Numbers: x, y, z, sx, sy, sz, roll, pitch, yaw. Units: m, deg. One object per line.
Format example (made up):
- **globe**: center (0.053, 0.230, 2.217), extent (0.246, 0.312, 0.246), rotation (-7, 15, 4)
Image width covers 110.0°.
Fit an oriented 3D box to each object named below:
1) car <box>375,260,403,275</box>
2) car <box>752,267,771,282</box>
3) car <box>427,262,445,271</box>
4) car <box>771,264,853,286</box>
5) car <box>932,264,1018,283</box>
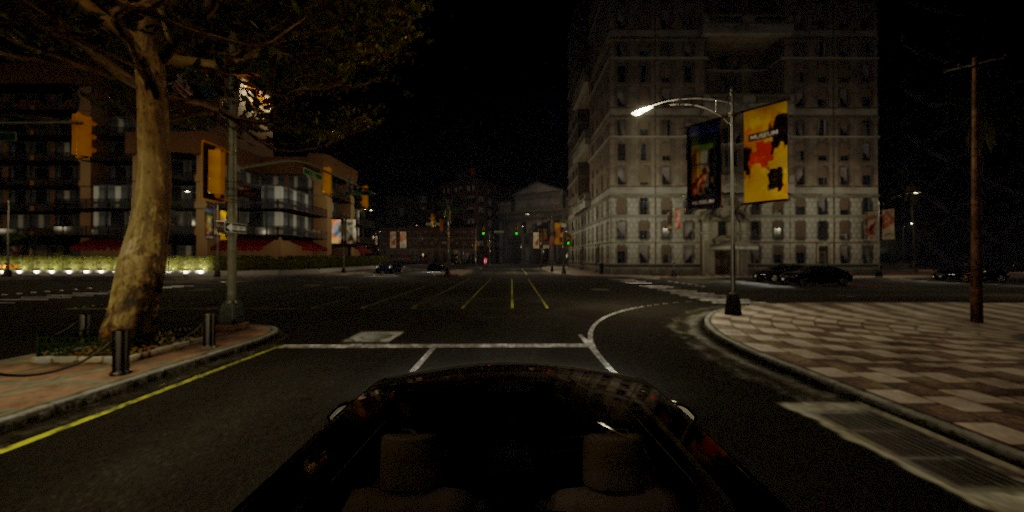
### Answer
- **car**: center (-14.935, 1.288, 43.693), extent (2.097, 1.767, 4.553), rotation (0, -1, 0)
- **car**: center (22.609, 1.416, 29.749), extent (4.892, 1.490, 1.837), rotation (0, 0, 0)
- **car**: center (-11.497, 1.616, 54.273), extent (1.994, 1.385, 4.181), rotation (0, 0, 0)
- **car**: center (22.157, 1.417, 26.248), extent (4.674, 1.442, 1.812), rotation (0, 0, 0)
- **car**: center (37.947, 1.416, 29.715), extent (4.892, 1.490, 1.837), rotation (0, 0, 0)
